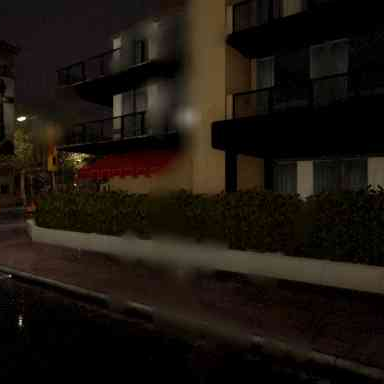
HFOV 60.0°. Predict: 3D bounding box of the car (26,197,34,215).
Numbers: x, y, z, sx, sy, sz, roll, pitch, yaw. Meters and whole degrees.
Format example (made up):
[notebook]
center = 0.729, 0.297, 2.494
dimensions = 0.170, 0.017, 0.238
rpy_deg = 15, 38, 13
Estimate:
[car]
center = -13.650, 1.478, 32.871
dimensions = 1.882, 1.535, 5.008
rpy_deg = 0, 0, 35
